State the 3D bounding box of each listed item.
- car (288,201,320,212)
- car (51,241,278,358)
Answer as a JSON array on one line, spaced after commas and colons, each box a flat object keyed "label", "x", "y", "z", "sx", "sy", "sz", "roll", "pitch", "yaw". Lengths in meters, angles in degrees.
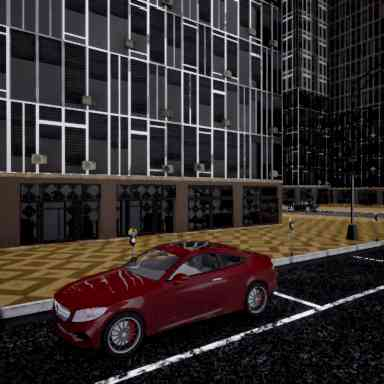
[{"label": "car", "x": 15.143, "y": 1.899, "z": 45.275, "sx": 2.008, "sy": 1.369, "sz": 4.403, "roll": -1, "pitch": 0, "yaw": -36}, {"label": "car", "x": -0.237, "y": 1.582, "z": 5.932, "sx": 4.206, "sy": 1.307, "sz": 1.802, "roll": 0, "pitch": 0, "yaw": -36}]
